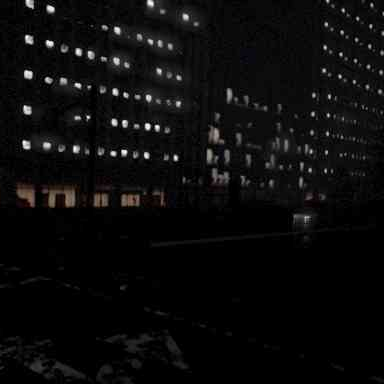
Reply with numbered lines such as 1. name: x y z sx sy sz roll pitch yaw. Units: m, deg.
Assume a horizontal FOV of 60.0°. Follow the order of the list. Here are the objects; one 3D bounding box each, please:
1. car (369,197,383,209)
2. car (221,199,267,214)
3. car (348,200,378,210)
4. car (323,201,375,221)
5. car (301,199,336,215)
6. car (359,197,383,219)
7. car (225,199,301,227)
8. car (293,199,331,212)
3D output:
1. car: 26.092 1.474 44.976 4.674 1.442 1.812 1 2 -34
2. car: 5.353 1.426 33.861 4.403 1.369 2.008 1 2 -34
3. car: 24.042 1.791 46.699 4.206 1.307 1.802 1 2 -34
4. car: 14.479 1.854 30.578 4.507 1.381 1.887 1 2 -34
5. car: 13.164 1.625 36.230 4.674 1.442 1.812 1 2 -34
6. car: 19.160 1.708 33.780 5.009 1.841 2.192 1 2 -34
7. car: 5.143 1.458 24.153 5.009 1.841 2.192 1 2 -34
8. car: 14.559 1.565 40.183 4.829 1.417 1.752 1 2 -34
